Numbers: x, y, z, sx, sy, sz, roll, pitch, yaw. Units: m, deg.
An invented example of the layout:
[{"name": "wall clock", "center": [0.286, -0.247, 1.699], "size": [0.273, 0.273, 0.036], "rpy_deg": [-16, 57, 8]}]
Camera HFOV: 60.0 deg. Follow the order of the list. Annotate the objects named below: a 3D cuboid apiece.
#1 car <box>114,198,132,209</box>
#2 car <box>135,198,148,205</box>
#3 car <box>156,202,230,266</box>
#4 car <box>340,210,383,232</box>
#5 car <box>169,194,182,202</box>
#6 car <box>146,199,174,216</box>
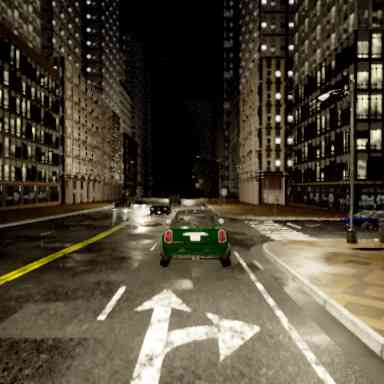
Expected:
[{"name": "car", "center": [-9.798, 1.615, 47.299], "size": [1.837, 1.490, 4.892], "rpy_deg": [0, 0, 0]}, {"name": "car", "center": [-9.722, 1.751, 63.547], "size": [1.895, 1.301, 4.718], "rpy_deg": [0, 0, 0]}, {"name": "car", "center": [0.101, 1.384, 11.812], "size": [2.097, 1.767, 4.553], "rpy_deg": [0, 0, 0]}, {"name": "car", "center": [12.253, 1.846, 21.304], "size": [4.718, 1.301, 1.895], "rpy_deg": [1, 1, 4]}, {"name": "car", "center": [-3.118, 1.368, 60.800], "size": [2.150, 2.045, 5.566], "rpy_deg": [0, 0, 0]}, {"name": "car", "center": [-3.134, 1.678, 33.912], "size": [1.895, 1.301, 4.718], "rpy_deg": [0, 0, 0]}]
